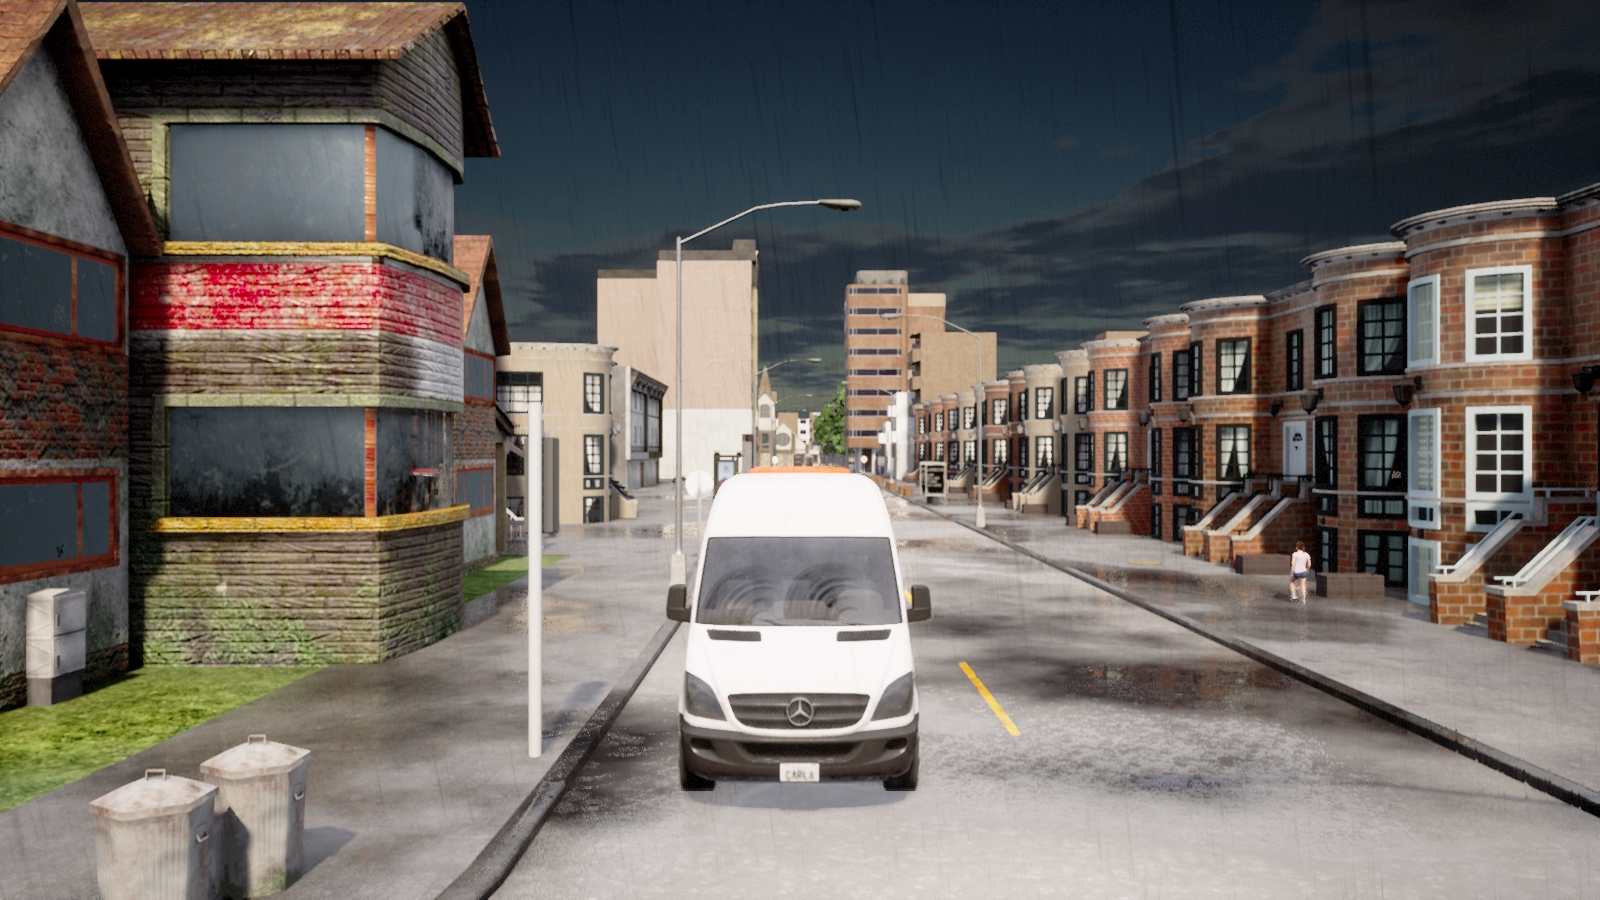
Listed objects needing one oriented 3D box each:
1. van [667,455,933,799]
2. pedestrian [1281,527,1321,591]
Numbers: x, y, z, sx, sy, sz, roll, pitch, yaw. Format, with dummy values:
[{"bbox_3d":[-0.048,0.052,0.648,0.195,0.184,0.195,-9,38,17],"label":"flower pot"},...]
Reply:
[{"bbox_3d":[-0.003,1.331,11.493,1.988,2.561,5.915,0,0,0],"label":"van"},{"bbox_3d":[8.902,1.931,20.315,0.500,1.100,0.500,0,0,2],"label":"pedestrian"}]
